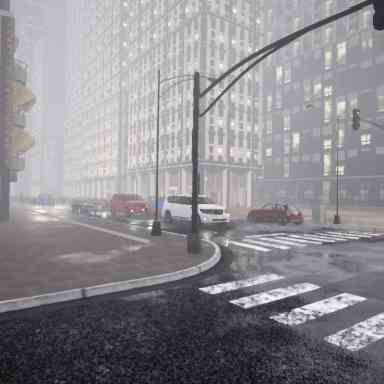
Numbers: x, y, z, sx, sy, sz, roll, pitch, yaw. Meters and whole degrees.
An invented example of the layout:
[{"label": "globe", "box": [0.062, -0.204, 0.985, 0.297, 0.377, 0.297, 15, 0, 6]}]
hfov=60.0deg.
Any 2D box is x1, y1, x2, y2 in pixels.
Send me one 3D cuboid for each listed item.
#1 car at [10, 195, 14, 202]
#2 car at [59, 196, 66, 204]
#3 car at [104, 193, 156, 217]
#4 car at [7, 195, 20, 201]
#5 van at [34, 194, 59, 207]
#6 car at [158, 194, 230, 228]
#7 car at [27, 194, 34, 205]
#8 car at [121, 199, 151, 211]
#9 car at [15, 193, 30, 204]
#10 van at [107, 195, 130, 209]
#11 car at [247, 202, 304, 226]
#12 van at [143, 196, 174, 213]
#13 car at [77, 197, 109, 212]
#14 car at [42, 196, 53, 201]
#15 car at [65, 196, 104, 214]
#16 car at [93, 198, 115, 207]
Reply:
[{"label": "car", "box": [-36.776, 1.396, 69.896, 1.947, 1.339, 4.313, 1, -1, -35]}, {"label": "car", "box": [-23.997, 1.433, 61.815, 1.882, 1.535, 5.008, 1, -1, -35]}, {"label": "car", "box": [-5.688, 1.155, 30.297, 2.150, 2.045, 5.566, 1, -1, -35]}, {"label": "car", "box": [-40.030, 1.377, 74.513, 2.008, 1.369, 4.403, 1, -1, -35]}, {"label": "van", "box": [-20.501, 1.197, 46.814, 1.690, 1.788, 3.998, 1, -1, -35]}, {"label": "car", "box": [0.084, 1.170, 22.104, 2.150, 2.045, 5.566, 1, -1, -35]}, {"label": "car", "box": [-23.760, 1.432, 51.428, 1.802, 1.307, 4.206, 1, -1, -35]}, {"label": "car", "box": [-7.148, 1.584, 42.405, 2.008, 1.369, 4.403, 1, -1, -35]}, {"label": "car", "box": [-30.264, 1.155, 60.665, 2.192, 1.841, 5.009, 1, -1, -35]}, {"label": "van", "box": [-10.398, 1.368, 47.024, 1.690, 1.788, 3.998, 1, -1, -35]}, {"label": "car", "box": [5.871, 1.505, 23.938, 1.967, 1.590, 4.097, 1, -1, -35]}, {"label": "van", "box": [-3.890, 1.382, 37.790, 1.690, 1.788, 3.998, 1, -1, -35]}, {"label": "car", "box": [-11.530, 1.412, 38.597, 2.128, 1.511, 4.902, 1, -1, -35]}, {"label": "car", "box": [-36.437, 1.570, 83.957, 1.802, 1.307, 4.206, 1, -1, -35]}, {"label": "car", "box": [-10.743, 1.427, 32.961, 2.008, 1.369, 4.403, 1, -1, -35]}, {"label": "car", "box": [-13.657, 1.586, 51.638, 1.947, 1.339, 4.313, 1, -1, -35]}]
